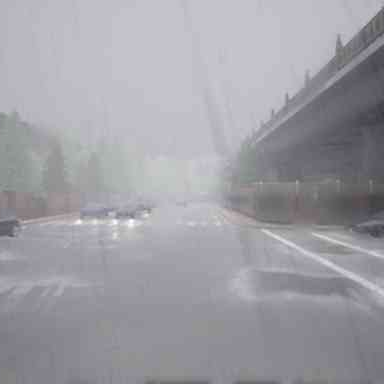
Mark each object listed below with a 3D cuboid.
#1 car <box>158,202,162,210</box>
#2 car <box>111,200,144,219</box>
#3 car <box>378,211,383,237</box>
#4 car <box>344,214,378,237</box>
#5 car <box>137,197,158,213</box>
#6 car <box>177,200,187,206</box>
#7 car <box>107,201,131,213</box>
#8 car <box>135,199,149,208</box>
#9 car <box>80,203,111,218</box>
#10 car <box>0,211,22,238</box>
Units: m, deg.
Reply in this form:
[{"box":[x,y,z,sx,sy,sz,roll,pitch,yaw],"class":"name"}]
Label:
[{"box":[-6.049,2.136,53.637,1.994,1.385,4.181,0,-1,2],"class":"car"},{"box":[-6.417,1.865,33.812,1.837,1.490,4.892,0,-1,1],"class":"car"},{"box":[12.052,1.389,15.243,5.566,2.045,2.150,0,-1,0],"class":"car"},{"box":[11.581,1.751,18.741,5.357,1.411,2.033,0,-1,0],"class":"car"},{"box":[-6.257,1.687,43.668,2.150,2.045,5.566,0,-1,1],"class":"car"},{"box":[-2.202,2.322,72.051,1.994,1.385,4.181,0,-1,3],"class":"car"},{"box":[-9.738,2.025,44.851,2.033,1.411,5.357,0,-1,1],"class":"car"},{"box":[-9.394,2.176,62.895,1.837,1.490,4.892,0,-1,1],"class":"car"},{"box":[-9.918,1.842,34.220,1.882,1.535,5.008,0,-1,1],"class":"car"},{"box":[-10.323,1.680,16.361,1.837,1.490,4.892,0,-1,1],"class":"car"}]
